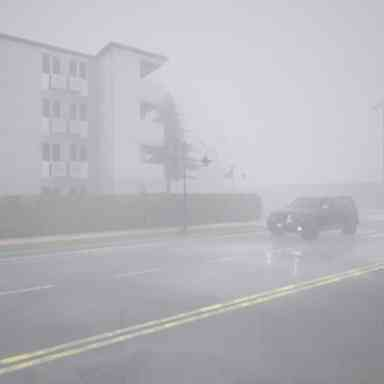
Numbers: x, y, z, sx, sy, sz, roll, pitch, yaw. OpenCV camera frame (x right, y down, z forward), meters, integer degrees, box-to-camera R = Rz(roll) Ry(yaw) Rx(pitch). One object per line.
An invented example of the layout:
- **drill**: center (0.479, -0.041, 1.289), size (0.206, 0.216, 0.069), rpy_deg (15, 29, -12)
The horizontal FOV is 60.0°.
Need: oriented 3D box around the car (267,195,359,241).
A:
- **car**: center (6.294, 1.196, 16.964), size (5.566, 2.045, 2.150), rpy_deg (0, 0, -35)
